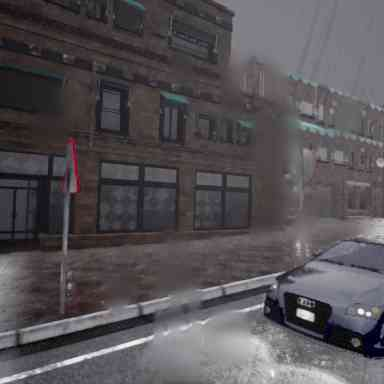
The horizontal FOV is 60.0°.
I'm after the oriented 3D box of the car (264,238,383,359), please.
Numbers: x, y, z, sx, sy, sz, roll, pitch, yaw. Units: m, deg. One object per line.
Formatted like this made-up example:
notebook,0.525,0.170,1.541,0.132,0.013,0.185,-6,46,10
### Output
car,3.227,1.555,5.878,4.181,1.385,1.994,0,0,-36
